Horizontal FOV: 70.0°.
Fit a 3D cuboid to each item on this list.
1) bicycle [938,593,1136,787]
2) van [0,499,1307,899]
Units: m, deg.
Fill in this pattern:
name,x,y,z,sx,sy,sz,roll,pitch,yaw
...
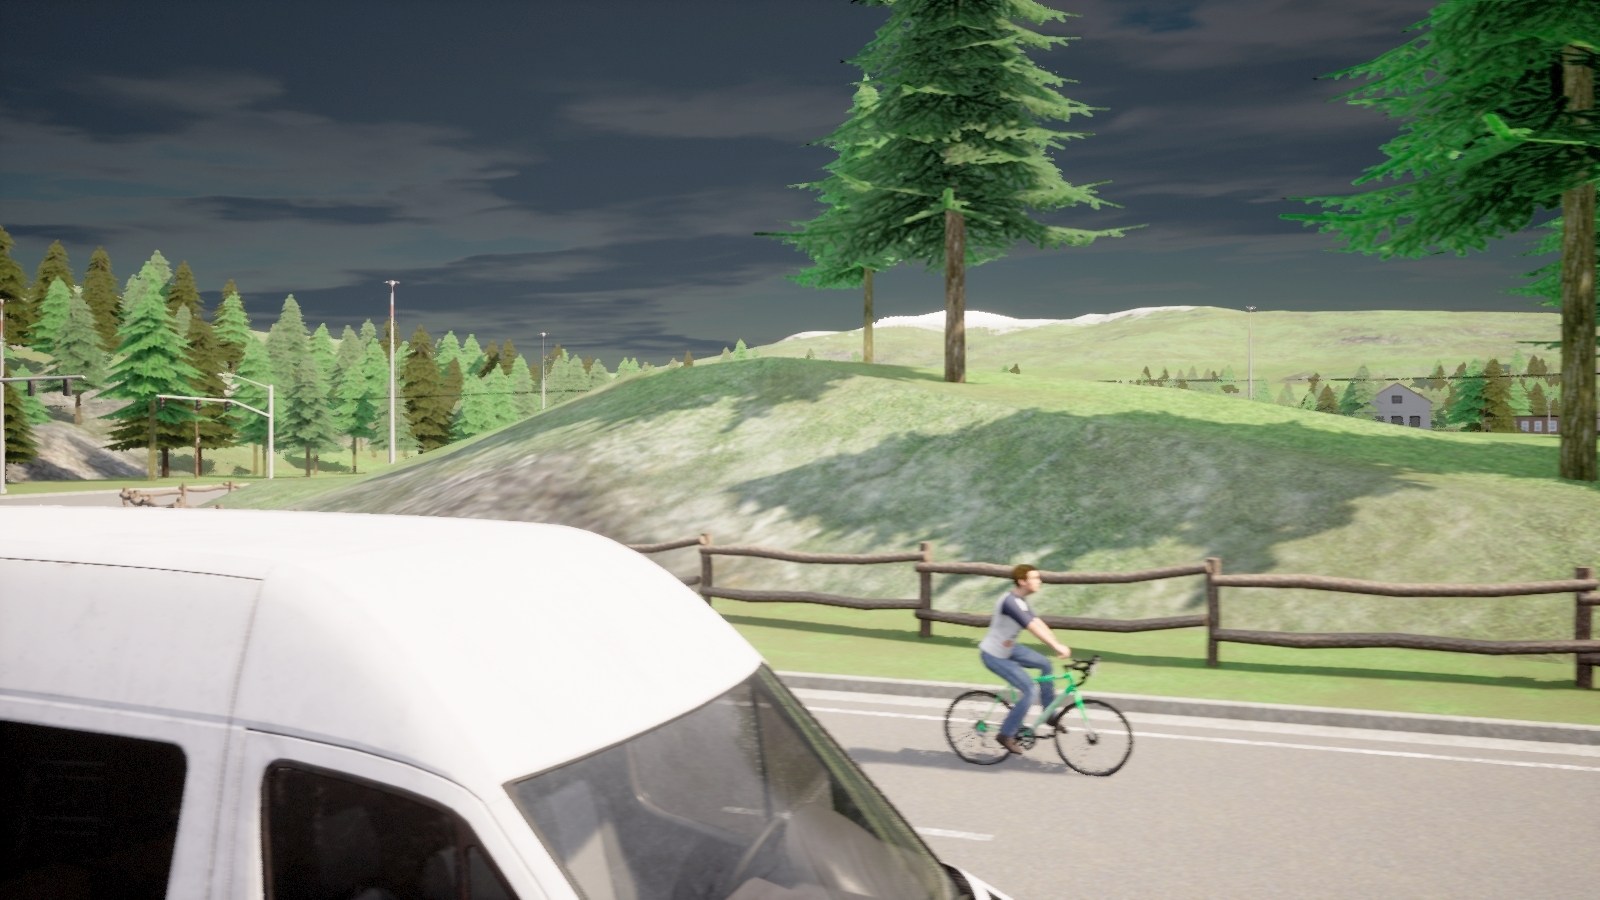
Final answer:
name,x,y,z,sx,sy,sz,roll,pitch,yaw
bicycle,2.062,2.054,9.979,1.643,1.496,0.373,0,0,20
van,-1.615,1.532,3.814,5.915,2.561,1.988,0,0,20
